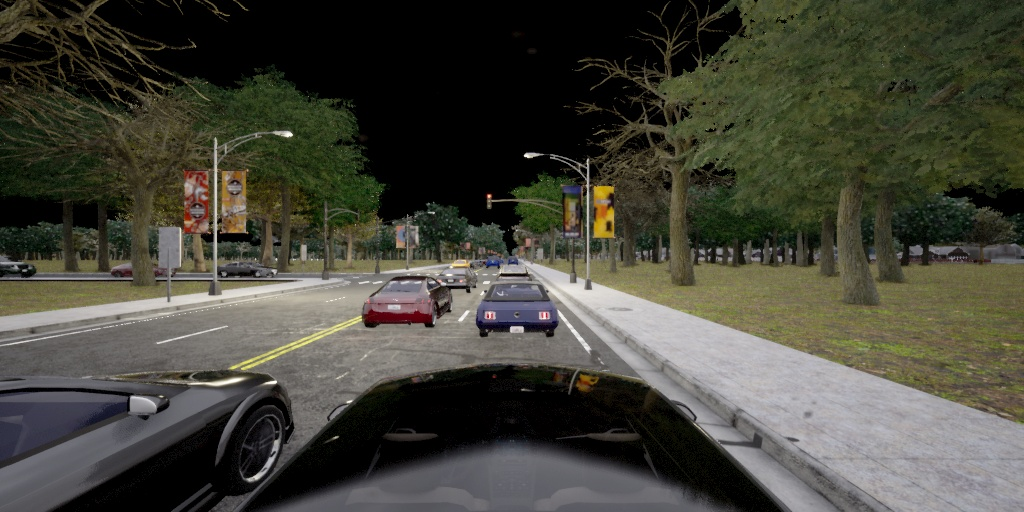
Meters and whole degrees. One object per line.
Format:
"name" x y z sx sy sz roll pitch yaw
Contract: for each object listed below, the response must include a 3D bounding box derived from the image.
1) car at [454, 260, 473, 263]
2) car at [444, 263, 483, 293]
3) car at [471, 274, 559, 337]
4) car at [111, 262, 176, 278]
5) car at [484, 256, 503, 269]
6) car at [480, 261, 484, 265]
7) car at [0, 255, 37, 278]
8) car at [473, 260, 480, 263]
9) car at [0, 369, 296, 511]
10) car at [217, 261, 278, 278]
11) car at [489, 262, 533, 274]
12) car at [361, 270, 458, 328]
"car" -6.474 1.242 45.465 1.882 1.535 5.008 0 0 0
"car" -3.098 1.300 20.667 2.033 1.411 5.357 0 0 0
"car" 0.123 1.351 10.190 1.895 1.301 4.718 0 0 0
"car" -32.438 1.247 31.583 4.674 1.442 1.812 0 0 0
"car" -2.977 0.998 58.665 2.150 2.045 5.566 0 0 0
"car" -6.376 1.346 64.929 1.994 1.385 4.181 0 0 0
"car" -45.756 0.930 31.649 5.566 2.045 2.150 0 0 0
"car" -6.435 1.372 54.872 1.895 1.301 4.718 0 0 0
"car" -3.152 1.314 1.862 1.994 1.385 4.181 0 0 0
"car" -23.301 1.224 31.552 4.902 1.511 2.128 0 0 0
"car" 0.129 1.244 19.444 2.128 1.511 4.902 0 0 1
"car" -3.117 1.315 11.426 1.994 1.385 4.181 0 0 -1
